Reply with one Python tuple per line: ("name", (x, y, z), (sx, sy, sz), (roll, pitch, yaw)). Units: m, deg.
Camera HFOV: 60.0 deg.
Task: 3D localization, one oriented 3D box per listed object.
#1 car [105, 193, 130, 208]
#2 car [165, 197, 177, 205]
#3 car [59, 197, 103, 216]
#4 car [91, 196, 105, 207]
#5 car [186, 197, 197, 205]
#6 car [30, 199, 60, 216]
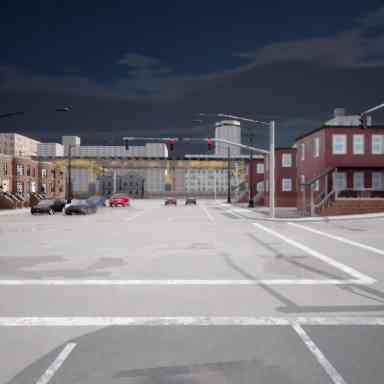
("car", (-10.735, 1.222, 49.385), (2.150, 2.045, 5.566), (0, 0, 0))
("car", (-3.565, 1.525, 56.764), (1.812, 1.442, 4.674), (0, 0, 0))
("car", (-10.690, 1.547, 32.550), (2.033, 1.411, 5.357), (0, 0, 0))
("car", (-14.231, 1.351, 49.233), (2.097, 1.767, 4.553), (0, 0, 0))
("car", (-0.170, 1.525, 58.582), (1.812, 1.442, 4.674), (0, 0, 0))
("car", (-14.194, 1.477, 33.062), (1.882, 1.535, 5.008), (0, 0, 0))
